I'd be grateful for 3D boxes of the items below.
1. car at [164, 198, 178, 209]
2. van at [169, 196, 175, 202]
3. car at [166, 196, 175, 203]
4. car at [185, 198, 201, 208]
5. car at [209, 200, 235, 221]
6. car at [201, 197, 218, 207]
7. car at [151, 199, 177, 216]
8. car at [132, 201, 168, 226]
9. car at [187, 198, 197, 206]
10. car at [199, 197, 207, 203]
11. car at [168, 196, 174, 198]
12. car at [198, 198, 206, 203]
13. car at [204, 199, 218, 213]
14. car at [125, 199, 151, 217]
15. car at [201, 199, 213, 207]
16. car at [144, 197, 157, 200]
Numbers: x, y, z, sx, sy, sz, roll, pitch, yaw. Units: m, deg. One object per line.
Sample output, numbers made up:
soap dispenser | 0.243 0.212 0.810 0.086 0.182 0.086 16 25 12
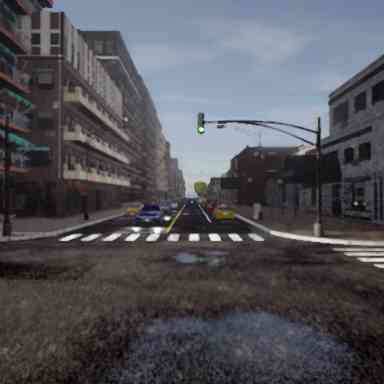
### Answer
car | -3.071 1.927 48.341 1.895 1.301 4.718 0 0 0
van | -5.686 2.030 95.135 1.690 1.788 3.998 0 0 0
car | -5.686 1.958 89.596 2.192 1.841 5.009 0 0 0
car | 0.001 1.728 55.437 2.097 1.767 4.553 0 0 0
car | 2.694 1.715 28.834 1.752 1.417 4.829 0 0 0
car | 2.694 1.617 45.283 2.192 1.841 5.009 0 0 0
car | -3.085 1.787 35.979 2.033 1.411 5.357 0 0 1
car | -3.096 1.695 25.423 1.812 1.442 4.674 0 0 0
car | 0.002 1.929 65.472 1.882 1.535 5.008 0 0 0
car | 2.694 2.122 84.225 1.752 1.417 4.829 0 0 0
car | -5.687 2.056 72.977 1.887 1.381 4.507 0 0 0
car | 2.694 2.191 89.594 2.008 1.369 4.403 0 0 0
car | 2.693 1.846 39.742 1.802 1.307 4.206 0 0 0
car | -5.687 1.753 34.032 1.752 1.417 4.829 0 0 0
car | 2.694 1.974 61.898 2.008 1.369 4.403 0 0 0
car | -5.686 1.620 45.282 2.192 1.841 5.009 0 0 0
